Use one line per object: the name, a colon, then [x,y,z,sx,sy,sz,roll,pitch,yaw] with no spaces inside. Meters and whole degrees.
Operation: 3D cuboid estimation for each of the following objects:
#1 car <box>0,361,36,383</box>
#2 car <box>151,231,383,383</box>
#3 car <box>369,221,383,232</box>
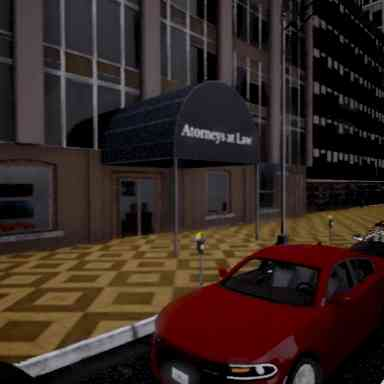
car: [-2.548,1.544,0.708,4.313,1.339,1.947,-1,1,-45]
car: [1.481,1.479,4.716,4.507,1.381,1.887,-1,1,-45]
car: [5.510,1.441,8.725,4.403,1.369,2.008,-1,1,-45]
